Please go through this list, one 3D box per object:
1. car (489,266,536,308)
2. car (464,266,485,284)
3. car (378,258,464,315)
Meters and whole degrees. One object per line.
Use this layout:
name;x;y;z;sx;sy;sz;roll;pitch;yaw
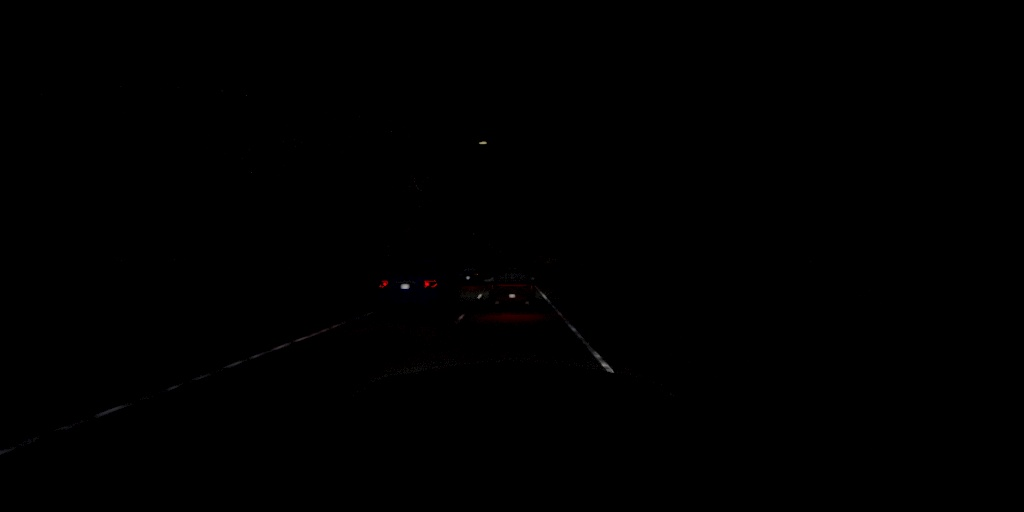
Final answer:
car;0.028;1.378;16.105;1.882;1.535;5.008;0;0;1
car;-3.478;1.579;30.732;1.812;1.442;4.674;0;0;1
car;-3.491;1.108;14.436;2.150;2.045;5.566;0;0;0
